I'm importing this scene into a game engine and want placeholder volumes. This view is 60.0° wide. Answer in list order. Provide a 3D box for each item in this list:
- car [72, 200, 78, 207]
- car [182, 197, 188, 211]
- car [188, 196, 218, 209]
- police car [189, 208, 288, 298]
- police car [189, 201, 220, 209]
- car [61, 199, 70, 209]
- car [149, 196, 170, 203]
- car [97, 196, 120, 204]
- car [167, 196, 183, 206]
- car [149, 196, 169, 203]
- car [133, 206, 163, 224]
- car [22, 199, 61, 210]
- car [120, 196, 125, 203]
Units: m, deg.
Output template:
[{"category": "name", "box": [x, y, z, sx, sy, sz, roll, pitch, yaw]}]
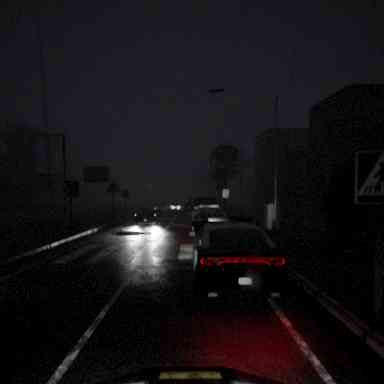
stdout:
[{"category": "car", "box": [-21.991, 1.892, 54.580, 5.008, 1.535, 2.097, 0, -1, 0]}, {"category": "car", "box": [-0.019, 1.860, 45.845, 1.837, 1.490, 4.892, 0, -1, 0]}, {"category": "car", "box": [0.944, 1.366, 24.535, 2.150, 2.045, 5.566, 0, -1, 0]}, {"category": "police car", "box": [0.957, 1.419, 8.599, 1.930, 1.638, 5.238, 0, 0, 0]}, {"category": "police car", "box": [0.946, 1.506, 18.610, 1.930, 1.638, 5.238, 0, -1, 0]}, {"category": "car", "box": [-21.982, 1.859, 51.307, 4.892, 1.521, 2.231, 0, -1, 0]}, {"category": "car", "box": [-8.909, 2.047, 91.772, 5.566, 2.045, 2.435, 0, -1, 0]}, {"category": "car", "box": [-21.959, 2.220, 86.212, 5.008, 1.535, 2.097, 0, -1, 0]}, {"category": "car", "box": [-3.293, 2.076, 67.841, 2.128, 1.511, 4.902, 0, 0, 0]}, {"category": "car", "box": [-8.876, 2.259, 88.968, 4.892, 1.521, 2.231, 0, -1, 0]}, {"category": "car", "box": [-3.382, 1.761, 26.330, 1.895, 1.301, 4.718, 0, -1, 0]}, {"category": "car", "box": [-21.987, 1.865, 48.030, 4.674, 1.452, 2.002, 0, -1, 0]}, {"category": "car", "box": [-21.966, 2.297, 91.780, 5.008, 1.535, 2.097, 0, -1, 0]}]
